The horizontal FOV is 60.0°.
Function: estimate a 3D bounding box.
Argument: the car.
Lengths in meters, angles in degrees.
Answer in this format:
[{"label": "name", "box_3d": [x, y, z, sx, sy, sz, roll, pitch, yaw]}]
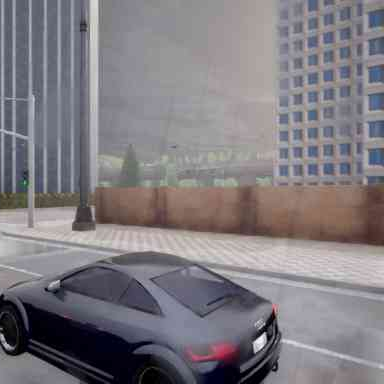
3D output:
[{"label": "car", "box_3d": [-0.930, 1.564, 4.665, 4.181, 1.385, 1.994, 0, 0, 35]}]
